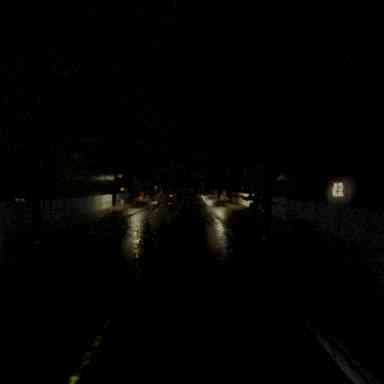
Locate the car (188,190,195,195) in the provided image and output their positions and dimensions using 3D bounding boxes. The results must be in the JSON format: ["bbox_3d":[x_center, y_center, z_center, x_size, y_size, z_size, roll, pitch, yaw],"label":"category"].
[{"bbox_3d":[-0.052,0.085,88.903,1.895,1.301,4.718,0,1,0],"label":"car"}]

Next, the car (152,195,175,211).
[{"bbox_3d":[-2.769,1.035,33.166,1.812,1.442,4.674,0,1,0],"label":"car"}]

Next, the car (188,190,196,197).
[{"bbox_3d":[-0.047,0.285,78.589,1.882,1.535,5.008,0,1,0],"label":"car"}]
